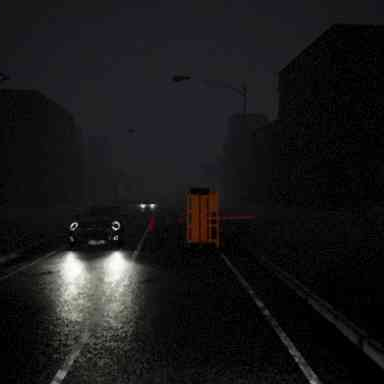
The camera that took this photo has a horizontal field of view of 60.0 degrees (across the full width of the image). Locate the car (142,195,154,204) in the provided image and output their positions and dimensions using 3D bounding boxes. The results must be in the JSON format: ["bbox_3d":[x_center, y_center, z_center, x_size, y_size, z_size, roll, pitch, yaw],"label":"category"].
[{"bbox_3d":[-7.557,1.230,57.216,1.882,1.535,5.008,0,2,-5],"label":"car"}]

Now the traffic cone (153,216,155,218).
[{"bbox_3d":[-2.519,1.970,20.993,0.340,0.580,0.340,0,-1,-5],"label":"traffic cone"}]

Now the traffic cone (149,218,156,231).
[{"bbox_3d":[-2.344,1.945,19.000,0.340,0.580,0.340,-1,-1,-5],"label":"traffic cone"}]

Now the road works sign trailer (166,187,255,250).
[{"bbox_3d":[0.743,0.991,13.887,2.880,2.380,3.560,0,0,-13],"label":"road works sign trailer"}]

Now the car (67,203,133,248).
[{"bbox_3d":[-3.841,1.306,14.550,2.097,1.767,4.553,0,0,-4],"label":"car"}]
